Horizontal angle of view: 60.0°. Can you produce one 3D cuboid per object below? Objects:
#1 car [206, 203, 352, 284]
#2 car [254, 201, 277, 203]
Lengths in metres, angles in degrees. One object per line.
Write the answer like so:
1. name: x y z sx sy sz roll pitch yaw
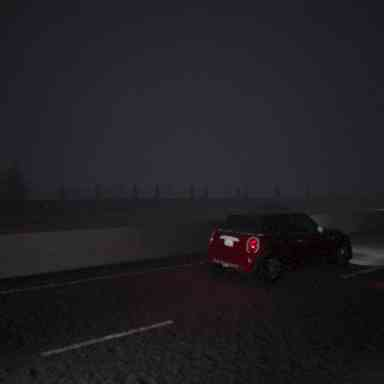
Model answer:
1. car: 2.695 1.336 9.804 4.553 1.767 2.097 0 0 -35
2. car: 5.194 1.458 24.566 4.902 1.511 2.128 0 0 -35
